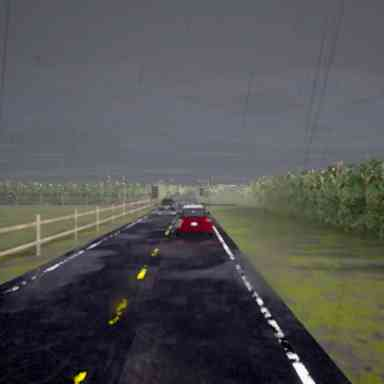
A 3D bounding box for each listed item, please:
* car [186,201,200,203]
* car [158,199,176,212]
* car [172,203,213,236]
[{"bbox_3d":[0.114,1.585,33.888,1.895,1.301,4.718,0,0,0],"label":"car"},{"bbox_3d":[-2.792,1.503,38.801,1.812,1.442,4.674,0,0,0],"label":"car"},{"bbox_3d":[0.108,1.561,18.571,1.994,1.385,4.181,0,0,0],"label":"car"}]
